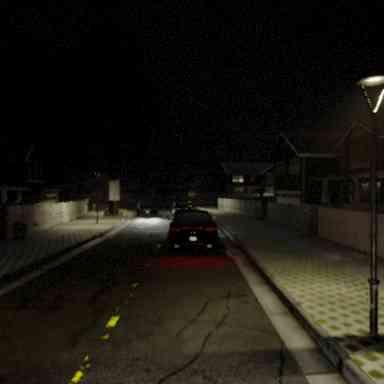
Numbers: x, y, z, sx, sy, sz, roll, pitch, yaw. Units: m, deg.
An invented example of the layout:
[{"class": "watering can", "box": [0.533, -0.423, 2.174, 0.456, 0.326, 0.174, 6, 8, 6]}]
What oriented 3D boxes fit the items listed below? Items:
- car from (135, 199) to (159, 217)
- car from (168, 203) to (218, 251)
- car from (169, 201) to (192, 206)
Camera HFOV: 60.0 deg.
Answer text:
[{"class": "car", "box": [-4.257, 1.471, 31.351, 2.128, 1.511, 4.902, 0, 0, -9]}, {"class": "car", "box": [0.031, 1.475, 14.141, 1.882, 1.535, 5.008, 0, 0, 0]}, {"class": "car", "box": [-0.795, 1.474, 27.530, 2.128, 1.511, 4.902, 0, 0, -7]}]
